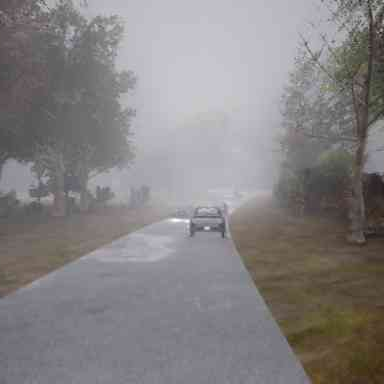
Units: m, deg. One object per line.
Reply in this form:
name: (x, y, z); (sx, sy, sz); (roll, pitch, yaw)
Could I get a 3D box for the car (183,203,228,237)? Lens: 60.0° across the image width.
car: (0.920, 1.568, 18.615); (2.128, 1.511, 4.902); (0, 0, 4)

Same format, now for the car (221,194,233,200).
car: (7.483, 1.091, 70.994); (1.882, 1.535, 5.008); (1, 3, 15)

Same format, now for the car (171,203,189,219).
car: (-0.708, 1.761, 31.541); (1.994, 1.385, 4.181); (1, -1, 7)

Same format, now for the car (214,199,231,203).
car: (3.165, 1.843, 38.168); (2.033, 1.411, 5.357); (1, 0, 9)
